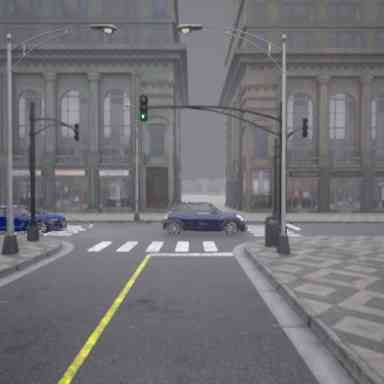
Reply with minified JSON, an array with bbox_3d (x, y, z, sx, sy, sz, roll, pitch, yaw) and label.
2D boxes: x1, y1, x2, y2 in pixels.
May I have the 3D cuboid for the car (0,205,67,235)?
[{"bbox_3d":[-9.558,1.485,18.396,5.008,1.535,1.882,0,1,0],"label":"car"}]

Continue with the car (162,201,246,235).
[{"bbox_3d":[0.673,1.363,18.404,4.553,1.767,2.097,0,1,0],"label":"car"}]
